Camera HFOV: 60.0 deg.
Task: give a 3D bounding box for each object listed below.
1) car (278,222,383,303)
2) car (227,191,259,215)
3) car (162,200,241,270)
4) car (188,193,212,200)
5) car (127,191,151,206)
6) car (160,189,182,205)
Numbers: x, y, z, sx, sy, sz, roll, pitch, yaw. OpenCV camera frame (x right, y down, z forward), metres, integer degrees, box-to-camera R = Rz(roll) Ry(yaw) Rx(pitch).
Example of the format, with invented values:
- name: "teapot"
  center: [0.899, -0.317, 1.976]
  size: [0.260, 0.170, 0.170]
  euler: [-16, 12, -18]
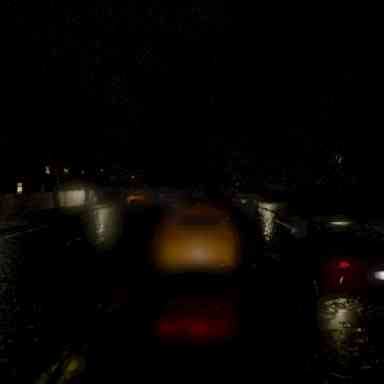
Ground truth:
- name: "car"
  center: [3.414, 1.384, 7.852]
  size: [1.994, 1.385, 4.181]
  euler: [0, 1, 1]
- name: "car"
  center: [3.875, 0.765, 26.103]
  size: [2.097, 1.767, 4.553]
  euler: [0, 1, 2]
- name: "car"
  center: [0.210, 1.243, 10.233]
  size: [1.882, 1.535, 5.008]
  euler: [0, 1, 1]
- name: "car"
  center: [0.695, 0.849, 28.000]
  size: [1.882, 1.535, 5.008]
  euler: [0, 1, 2]
- name: "car"
  center: [-5.666, 0.672, 36.143]
  size: [1.882, 1.535, 5.008]
  euler: [0, 1, 3]
- name: "car"
  center: [-2.345, 0.516, 37.464]
  size: [2.097, 1.767, 4.553]
  euler: [0, 1, 3]
